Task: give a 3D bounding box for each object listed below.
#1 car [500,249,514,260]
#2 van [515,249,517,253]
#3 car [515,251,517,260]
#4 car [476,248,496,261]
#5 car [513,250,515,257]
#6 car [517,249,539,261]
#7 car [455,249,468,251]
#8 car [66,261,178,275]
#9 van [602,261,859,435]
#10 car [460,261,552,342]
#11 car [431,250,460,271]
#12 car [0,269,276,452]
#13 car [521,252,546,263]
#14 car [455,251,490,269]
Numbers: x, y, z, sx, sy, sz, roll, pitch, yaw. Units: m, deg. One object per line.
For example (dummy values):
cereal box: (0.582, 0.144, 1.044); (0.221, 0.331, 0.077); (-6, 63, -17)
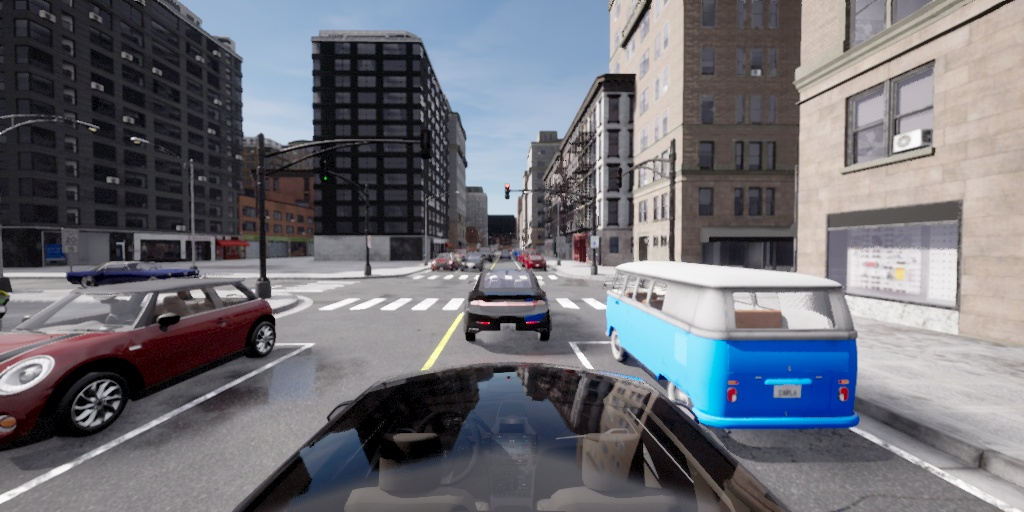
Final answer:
car: (-1.131, -0.094, 62.277); (1.994, 1.385, 4.181); (0, 1, -1)
van: (1.668, -0.118, 53.770); (1.690, 1.789, 3.998); (0, 0, -1)
car: (1.771, 0.213, 48.363); (1.888, 1.381, 4.507); (0, 0, -1)
car: (-3.657, -0.090, 47.536); (2.150, 2.045, 5.566); (0, 1, 0)
car: (1.566, -0.020, 59.177); (1.948, 1.339, 4.313); (0, 0, -1)
car: (1.975, 0.234, 37.548); (2.192, 1.841, 5.009); (0, 0, -1)
car: (-6.151, 0.115, 42.804); (2.192, 1.841, 5.009); (0, 0, -1)
car: (-17.814, 0.912, 17.102); (4.718, 1.301, 1.895); (0, 1, -1)
van: (2.584, 1.007, 5.273); (1.690, 1.789, 3.998); (0, 0, -1)
car: (-0.126, 1.068, 9.189); (2.128, 1.511, 4.902); (0, 1, -1)
car: (-5.947, 0.490, 31.990); (1.967, 1.591, 4.097); (0, 0, -1)
car: (-5.439, 1.112, 5.122); (1.967, 1.591, 4.097); (0, 0, -1)
car: (2.077, 0.589, 32.141); (1.888, 1.381, 4.507); (0, 0, -1)
car: (-3.395, 0.550, 31.621); (2.128, 1.511, 4.902); (0, 1, -1)
